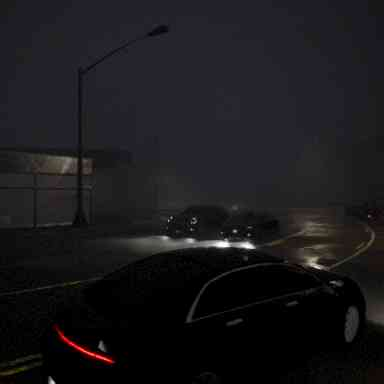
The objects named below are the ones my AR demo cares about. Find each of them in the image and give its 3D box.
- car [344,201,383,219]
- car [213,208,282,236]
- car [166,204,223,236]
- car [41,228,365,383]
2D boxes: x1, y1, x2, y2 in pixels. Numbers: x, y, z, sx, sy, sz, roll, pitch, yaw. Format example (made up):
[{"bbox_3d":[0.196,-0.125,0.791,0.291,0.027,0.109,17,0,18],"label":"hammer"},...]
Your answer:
[{"bbox_3d":[15.756,1.821,31.043,1.895,1.301,4.718,0,0,9],"label":"car"},{"bbox_3d":[3.189,1.693,17.474,1.994,1.385,4.181,0,-1,35],"label":"car"},{"bbox_3d":[0.492,1.548,19.694,2.097,1.767,4.553,0,0,34],"label":"car"},{"bbox_3d":[0.600,1.539,4.593,4.892,1.490,1.837,0,0,-39],"label":"car"}]
